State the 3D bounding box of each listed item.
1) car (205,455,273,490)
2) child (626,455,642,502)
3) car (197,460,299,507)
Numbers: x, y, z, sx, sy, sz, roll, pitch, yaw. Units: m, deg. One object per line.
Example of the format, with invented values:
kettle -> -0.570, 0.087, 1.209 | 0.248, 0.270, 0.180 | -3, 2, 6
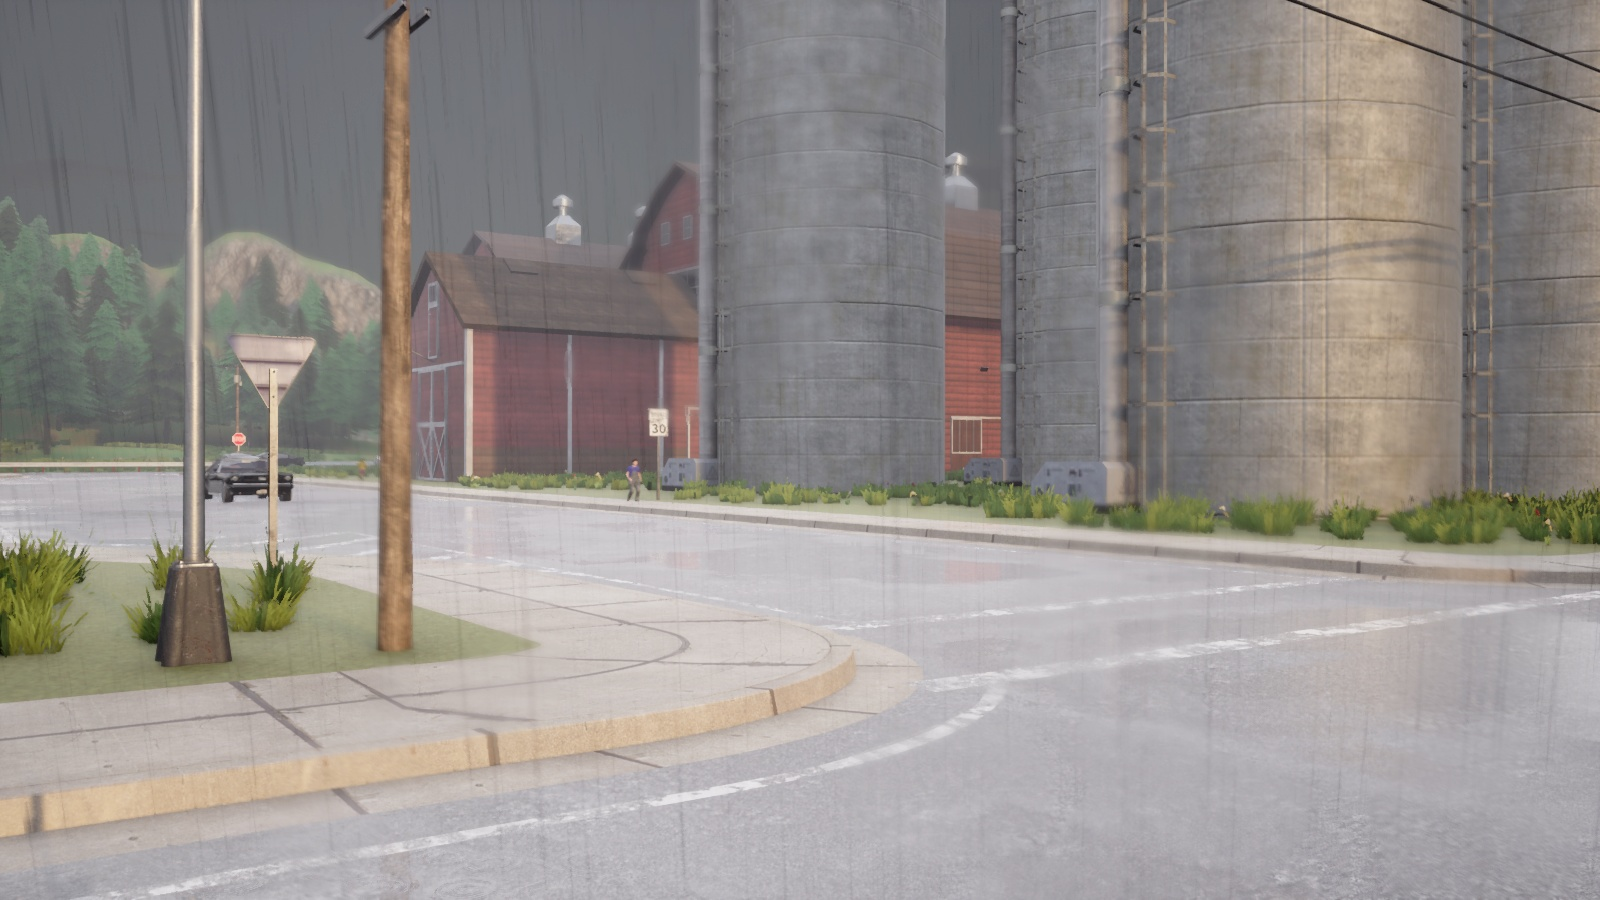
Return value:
car -> -24.662, 0.958, 55.087 | 1.812, 1.442, 4.674 | 0, 0, -36
child -> -4.535, 0.774, 34.297 | 0.270, 1.263, 0.437 | 0, 0, -28
car -> -16.830, 0.974, 38.150 | 1.895, 1.301, 4.718 | 0, 0, -36
